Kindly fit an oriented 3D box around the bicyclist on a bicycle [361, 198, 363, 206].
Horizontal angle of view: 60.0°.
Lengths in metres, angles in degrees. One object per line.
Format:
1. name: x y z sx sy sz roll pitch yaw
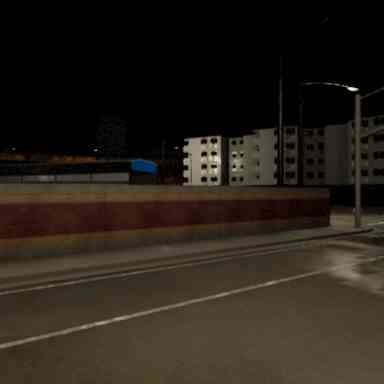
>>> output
1. bicyclist on a bicycle: 24.209 1.318 48.067 1.656 1.620 0.582 0 0 -35
